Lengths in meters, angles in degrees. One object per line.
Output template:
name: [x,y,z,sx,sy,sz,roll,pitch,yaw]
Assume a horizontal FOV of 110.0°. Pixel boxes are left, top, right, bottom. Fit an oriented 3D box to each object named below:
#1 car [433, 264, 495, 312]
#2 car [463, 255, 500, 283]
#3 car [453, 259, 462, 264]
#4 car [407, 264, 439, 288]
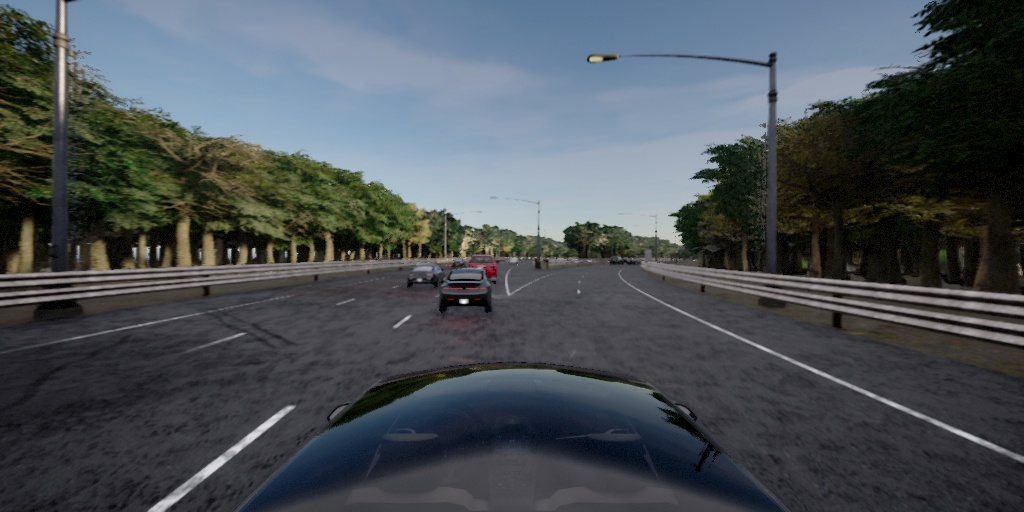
car: [-1.699,1.240,14.209,1.837,1.490,4.892,0,0,-3]
car: [-2.176,0.937,27.662,2.150,2.045,5.566,0,0,-1]
car: [-8.606,1.174,59.584,1.812,1.442,4.674,0,0,3]
car: [-5.444,1.225,23.168,1.812,1.442,4.674,0,0,-2]
